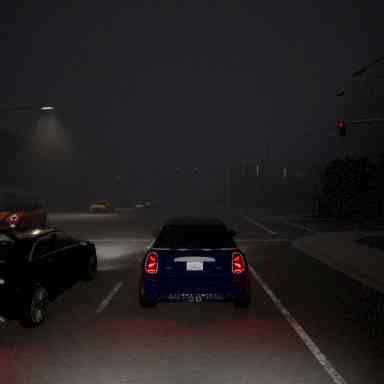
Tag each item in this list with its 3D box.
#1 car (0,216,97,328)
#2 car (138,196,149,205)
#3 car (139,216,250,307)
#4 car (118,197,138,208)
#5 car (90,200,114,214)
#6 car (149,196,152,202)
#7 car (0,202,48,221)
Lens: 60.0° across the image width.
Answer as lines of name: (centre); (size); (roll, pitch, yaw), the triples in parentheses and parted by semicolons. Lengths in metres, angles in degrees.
car: (-3.447, 1.503, 6.993); (2.128, 1.511, 4.902); (0, 0, 0)
car: (-10.642, 1.776, 67.485); (2.128, 1.511, 4.902); (0, 1, 0)
car: (0.058, 1.364, 8.133); (2.097, 1.767, 4.553); (0, 0, 0)
car: (-10.689, 1.740, 54.648); (2.097, 1.767, 4.553); (0, 0, 0)
car: (-10.672, 1.779, 39.710); (1.882, 1.535, 5.008); (0, -1, 0)
car: (-10.647, 1.656, 78.688); (2.128, 1.511, 4.902); (0, 1, 0)
car: (-10.637, 1.448, 20.281); (2.097, 1.767, 4.553); (0, -1, 0)
